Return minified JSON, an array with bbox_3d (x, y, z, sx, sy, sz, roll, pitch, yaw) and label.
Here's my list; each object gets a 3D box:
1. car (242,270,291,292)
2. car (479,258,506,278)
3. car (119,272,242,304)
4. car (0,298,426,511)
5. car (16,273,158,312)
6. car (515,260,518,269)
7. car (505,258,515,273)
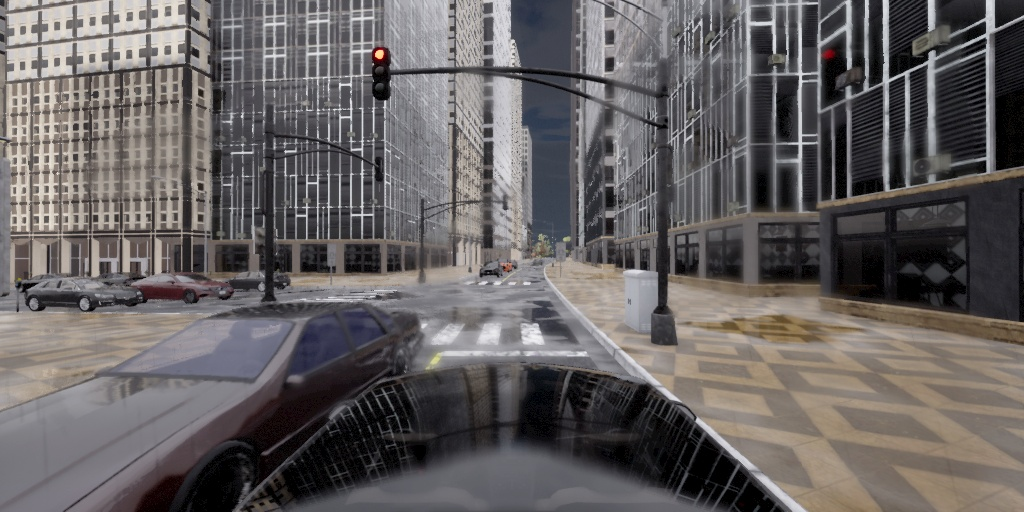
[{"bbox_3d":[-16.815,1.610,23.505,4.403,1.370,2.007,0,0,9],"label":"car"},{"bbox_3d":[-1.924,1.238,34.207,1.837,1.490,4.892,0,0,4],"label":"car"},{"bbox_3d":[-16.168,1.527,17.544,4.674,1.442,1.812,-1,0,9],"label":"car"},{"bbox_3d":[-2.688,1.298,4.199,2.033,1.411,5.357,0,0,6],"label":"car"},{"bbox_3d":[-18.127,1.567,15.228,4.403,1.370,2.007,0,0,9],"label":"car"},{"bbox_3d":[-0.167,1.252,54.329,2.033,1.411,5.357,0,0,6],"label":"car"},{"bbox_3d":[-1.183,1.074,43.786,2.097,1.767,4.553,0,0,5],"label":"car"}]
